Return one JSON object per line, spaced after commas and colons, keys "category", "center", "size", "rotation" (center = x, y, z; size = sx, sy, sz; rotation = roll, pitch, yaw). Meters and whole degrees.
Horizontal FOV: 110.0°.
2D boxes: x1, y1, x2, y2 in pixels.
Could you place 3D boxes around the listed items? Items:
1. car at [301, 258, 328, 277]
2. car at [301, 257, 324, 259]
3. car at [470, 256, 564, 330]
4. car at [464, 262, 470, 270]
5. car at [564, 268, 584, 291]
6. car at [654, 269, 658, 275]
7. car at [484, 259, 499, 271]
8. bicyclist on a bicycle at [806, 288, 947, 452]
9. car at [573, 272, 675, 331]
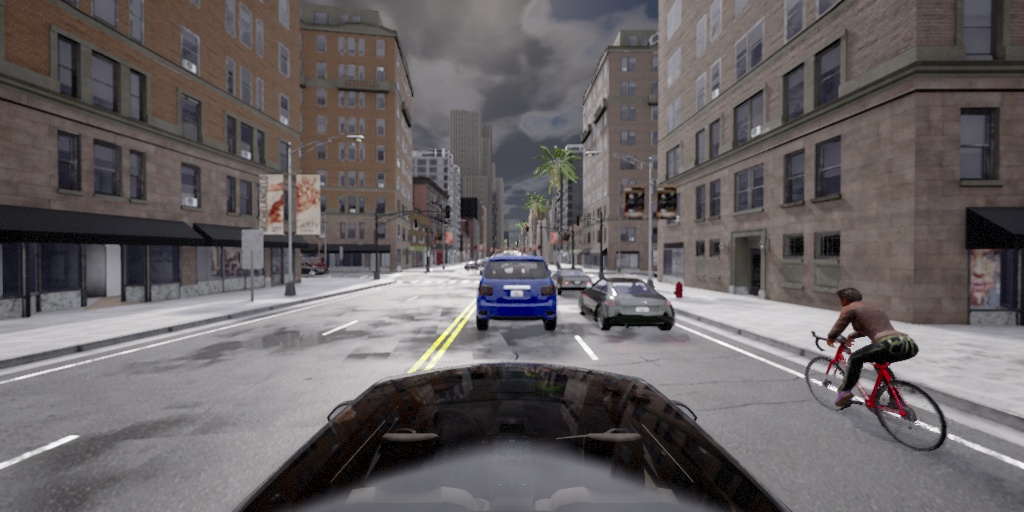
{"category": "car", "center": [-20.935, 1.286, 35.457], "size": [4.892, 1.490, 1.837], "rotation": [1, 0, -9]}
{"category": "car", "center": [-23.839, 1.027, 40.861], "size": [5.009, 1.841, 2.192], "rotation": [0, 0, -8]}
{"category": "car", "center": [0.116, 1.017, 11.402], "size": [2.150, 2.045, 5.566], "rotation": [0, 0, 0]}
{"category": "car", "center": [-6.500, 1.581, 57.599], "size": [1.994, 1.385, 4.181], "rotation": [0, 0, 0]}
{"category": "car", "center": [3.277, 1.386, 20.446], "size": [2.033, 1.411, 5.357], "rotation": [0, 0, 0]}
{"category": "car", "center": [16.255, 1.676, 35.308], "size": [4.313, 1.339, 1.948], "rotation": [0, 0, 0]}
{"category": "car", "center": [-3.249, 1.369, 57.607], "size": [2.097, 1.767, 4.553], "rotation": [0, 0, 0]}
{"category": "bicyclist on a bicycle", "center": [4.148, 1.214, 4.243], "size": [0.582, 1.620, 1.656], "rotation": [0, -1, 0]}
{"category": "car", "center": [3.348, 1.359, 11.213], "size": [1.994, 1.385, 4.181], "rotation": [0, 0, 0]}
